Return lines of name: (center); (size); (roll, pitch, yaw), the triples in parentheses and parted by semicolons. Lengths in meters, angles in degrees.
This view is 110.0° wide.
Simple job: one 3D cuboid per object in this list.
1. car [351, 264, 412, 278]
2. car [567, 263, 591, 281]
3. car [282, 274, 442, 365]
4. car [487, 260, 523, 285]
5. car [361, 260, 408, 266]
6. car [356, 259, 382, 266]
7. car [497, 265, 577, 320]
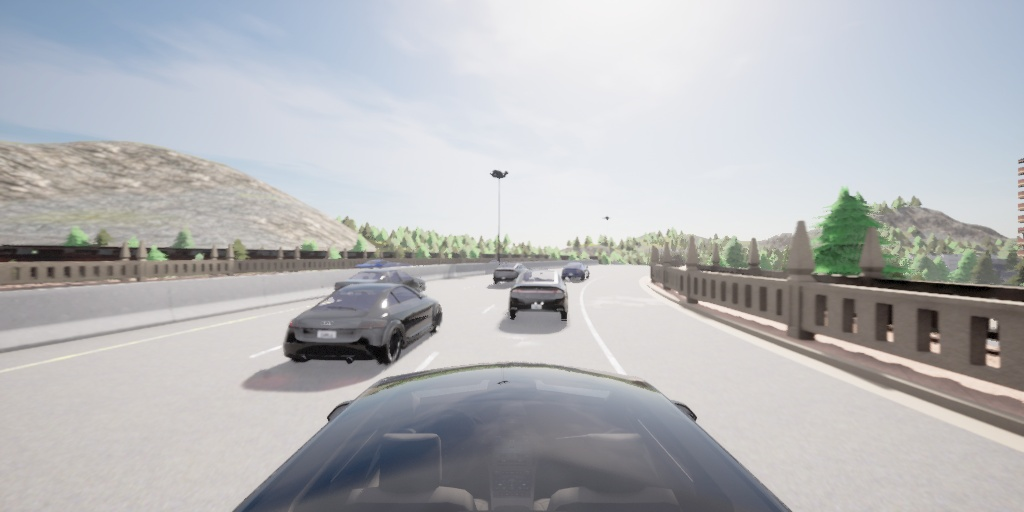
car: (-5.629, 1.262, 15.930); (2.033, 1.411, 5.357); (0, 0, 9)
car: (5.409, 1.282, 30.405); (1.812, 1.442, 4.674); (1, 0, 19)
car: (-2.981, 1.296, 8.074); (1.994, 1.385, 4.181); (0, 0, 4)
car: (0.106, 1.228, 25.334); (2.128, 1.511, 4.902); (0, 0, 16)
car: (-9.703, 1.235, 29.898); (2.033, 1.411, 5.357); (0, 0, 17)
car: (-14.384, 1.139, 37.880); (1.882, 1.535, 5.008); (0, 0, 21)
car: (1.022, 1.240, 12.674); (2.128, 1.511, 4.902); (0, 0, 8)
